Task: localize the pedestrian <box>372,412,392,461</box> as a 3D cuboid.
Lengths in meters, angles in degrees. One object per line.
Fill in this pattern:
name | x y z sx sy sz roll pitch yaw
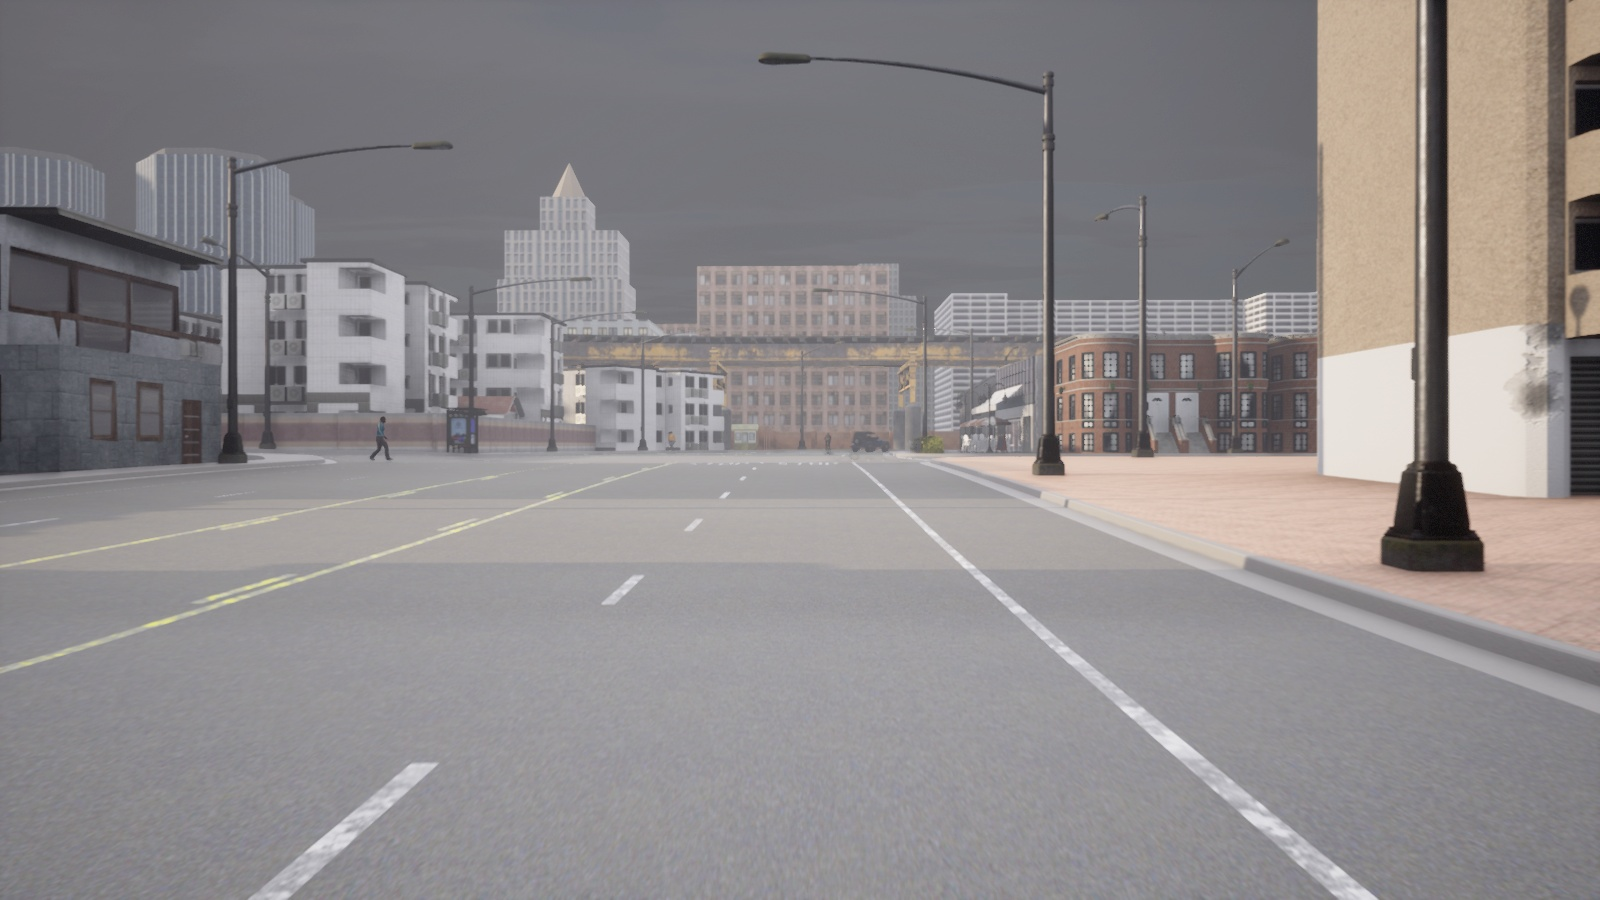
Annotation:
pedestrian | -16.635 -0.525 49.952 0.692 1.930 0.396 0 0 -3
